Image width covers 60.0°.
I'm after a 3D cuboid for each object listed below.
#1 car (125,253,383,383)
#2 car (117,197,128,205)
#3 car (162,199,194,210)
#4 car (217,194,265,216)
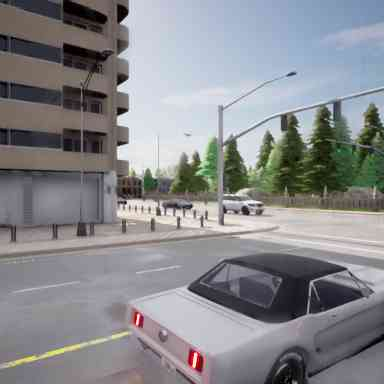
[{"bbox_3d":[1.567,1.601,4.897,4.718,1.301,1.895,0,0,-35],"label":"car"},{"bbox_3d":[-13.441,1.603,60.043,2.033,1.411,5.357,0,0,-35],"label":"car"},{"bbox_3d":[-1.930,1.603,43.886,2.033,1.411,5.357,0,0,-36],"label":"car"},{"bbox_3d":[4.967,1.278,34.293,2.150,2.045,5.566,0,0,-36],"label":"car"}]
